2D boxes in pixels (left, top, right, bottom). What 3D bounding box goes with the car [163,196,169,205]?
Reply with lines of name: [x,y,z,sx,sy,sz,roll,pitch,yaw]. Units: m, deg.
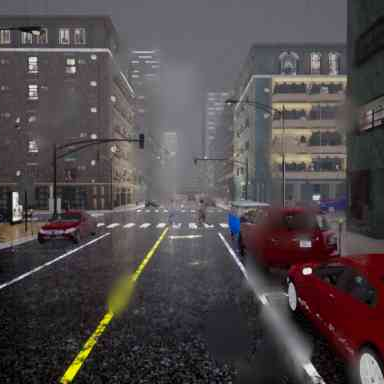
car: [-5.741,1.575,59.203,1.947,1.339,4.313,0,0,0]

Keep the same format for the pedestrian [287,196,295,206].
pedestrian: [6.028,1.139,20.293,0.375,1.860,0.375,0,0,0]

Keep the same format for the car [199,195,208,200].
car: [2.645,1.572,53.673,1.947,1.339,4.313,0,0,0]

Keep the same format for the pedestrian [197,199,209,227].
pedestrian: [0.697,1.292,20.943,0.375,1.860,0.375,0,0,0]

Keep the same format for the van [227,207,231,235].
van: [2.671,1.340,15.755,1.690,1.788,3.998,0,0,0]

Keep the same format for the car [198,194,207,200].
car: [2.636,1.557,64.720,1.887,1.381,4.507,0,0,0]

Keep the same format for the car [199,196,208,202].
car: [2.628,1.585,75.767,1.947,1.339,4.313,0,0,0]

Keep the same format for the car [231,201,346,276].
car: [2.675,1.314,10.228,2.192,1.841,5.009,0,0,0]

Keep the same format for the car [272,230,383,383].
car: [2.681,1.544,4.699,1.887,1.381,4.507,0,0,0]

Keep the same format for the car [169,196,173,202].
car: [-5.753,1.564,75.773,1.887,1.381,4.507,0,0,0]

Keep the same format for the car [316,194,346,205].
car: [14.918,1.226,32.718,5.008,1.535,1.882,-1,0,0]

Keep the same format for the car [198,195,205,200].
car: [2.615,1.558,92.507,1.752,1.417,4.829,-1,0,0]

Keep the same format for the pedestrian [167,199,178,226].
pedestrian: [-1.244,1.293,21.513,0.375,1.860,0.375,0,0,0]

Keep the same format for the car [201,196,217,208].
car: [2.649,1.585,48.150,1.802,1.307,4.206,0,0,0]

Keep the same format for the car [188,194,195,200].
car: [-0.064,1.339,87.609,1.882,1.535,5.008,0,0,0]

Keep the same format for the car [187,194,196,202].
car: [-0.058,1.368,77.574,2.097,1.767,4.553,0,0,0]

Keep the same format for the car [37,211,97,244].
car: [-5.708,1.581,15.750,1.802,1.307,4.206,0,0,0]

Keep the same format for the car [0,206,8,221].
car: [-17.629,1.809,29.259,4.181,1.385,1.994,-1,0,0]

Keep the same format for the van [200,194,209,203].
van: [2.630,1.357,70.243,1.690,1.788,3.998,0,0,0]

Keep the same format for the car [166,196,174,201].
car: [-5.761,1.610,86.820,1.802,1.307,4.206,0,0,0]

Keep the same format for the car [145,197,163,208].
car: [-5.732,1.569,48.156,1.947,1.339,4.313,0,0,0]
